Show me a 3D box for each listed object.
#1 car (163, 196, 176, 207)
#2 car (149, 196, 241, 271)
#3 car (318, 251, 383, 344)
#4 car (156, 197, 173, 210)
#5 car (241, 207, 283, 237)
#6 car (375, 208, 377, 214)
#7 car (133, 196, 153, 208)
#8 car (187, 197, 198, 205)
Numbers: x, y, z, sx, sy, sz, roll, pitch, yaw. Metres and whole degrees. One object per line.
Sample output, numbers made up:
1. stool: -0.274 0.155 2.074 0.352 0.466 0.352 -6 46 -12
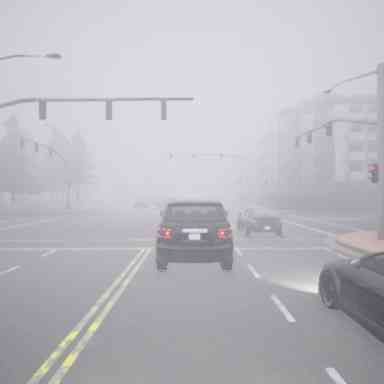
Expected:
1. car: -3.604 1.483 54.103 1.882 1.535 5.008 0 0 0
2. car: 0.076 1.222 11.047 2.150 2.045 5.566 0 0 0
3. car: 3.598 1.564 5.183 1.994 1.385 4.181 0 0 0
4. car: -3.612 1.482 44.688 1.882 1.535 5.008 0 0 0
5. car: 3.584 1.527 18.081 1.812 1.442 4.674 0 0 0
6. car: 18.223 1.602 28.187 4.718 1.301 1.895 0 0 -2
7. car: -7.103 1.483 47.281 1.882 1.535 5.008 0 0 0
8. car: 0.060 1.570 60.116 1.994 1.385 4.181 0 0 0
